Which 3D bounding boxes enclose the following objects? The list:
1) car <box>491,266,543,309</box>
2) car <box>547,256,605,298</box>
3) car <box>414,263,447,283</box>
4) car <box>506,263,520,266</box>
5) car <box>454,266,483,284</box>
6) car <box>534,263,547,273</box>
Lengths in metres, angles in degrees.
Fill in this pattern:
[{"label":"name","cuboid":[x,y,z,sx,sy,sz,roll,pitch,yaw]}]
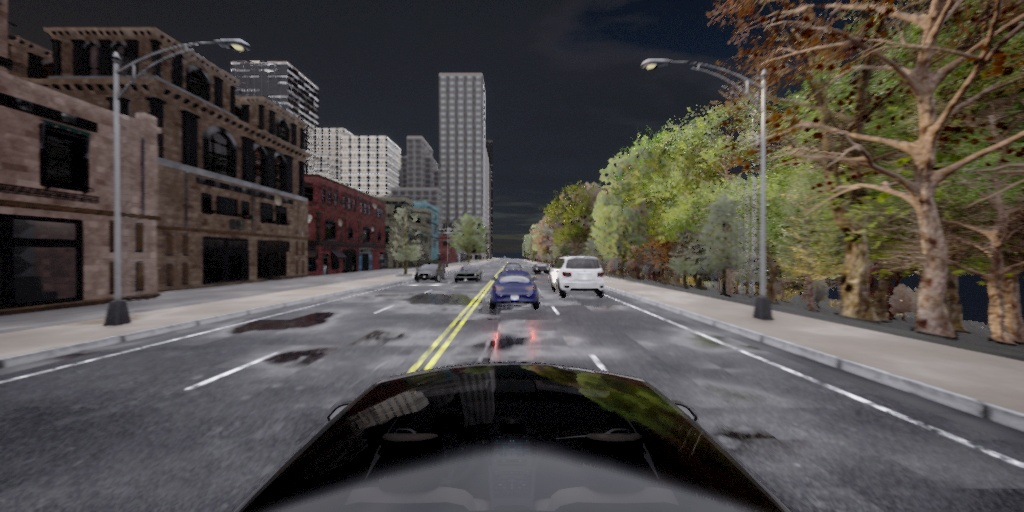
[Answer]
[{"label":"car","cuboid":[0.097,1.319,15.129,1.812,1.442,4.674,0,0,0]},{"label":"car","cuboid":[3.347,1.028,19.183,2.150,2.045,5.566,0,0,0]},{"label":"car","cuboid":[-6.599,1.342,29.402,1.837,1.490,4.892,0,0,0]},{"label":"car","cuboid":[0.094,1.405,36.359,2.033,1.411,5.357,0,0,0]},{"label":"car","cuboid":[-3.351,1.434,28.166,1.895,1.301,4.718,0,0,0]},{"label":"car","cuboid":[3.341,1.474,41.846,1.895,1.301,4.718,0,0,0]}]
